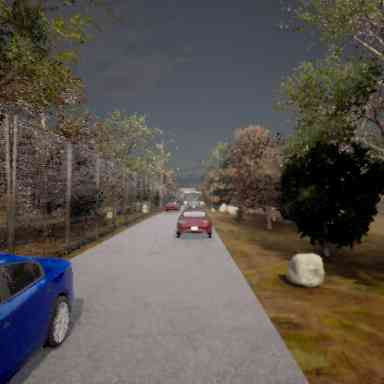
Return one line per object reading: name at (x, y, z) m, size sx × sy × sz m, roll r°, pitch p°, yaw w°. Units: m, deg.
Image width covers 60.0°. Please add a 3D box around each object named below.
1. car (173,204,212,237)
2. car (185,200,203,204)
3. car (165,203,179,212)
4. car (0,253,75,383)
car at (0.125, 1.610, 18.345) m, size 1.812 × 1.442 × 4.674 m, roll 0°, pitch 0°, yaw 0°
car at (0.223, 1.761, 40.383) m, size 2.097 × 1.767 × 4.553 m, roll 0°, pitch -1°, yaw 0°
car at (-2.678, 2.127, 45.810) m, size 1.895 × 1.301 × 4.718 m, roll 0°, pitch -1°, yaw 1°
car at (-2.848, 1.481, 3.439) m, size 1.882 × 1.535 × 5.008 m, roll 0°, pitch 0°, yaw 0°
